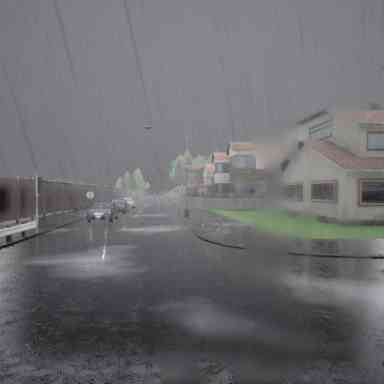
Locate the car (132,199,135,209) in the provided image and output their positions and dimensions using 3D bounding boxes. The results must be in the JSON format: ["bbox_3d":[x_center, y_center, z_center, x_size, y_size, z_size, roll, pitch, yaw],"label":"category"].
[{"bbox_3d":[-8.777,1.526,45.324,1.812,1.442,4.674,0,0,-5],"label":"car"}]

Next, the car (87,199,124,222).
[{"bbox_3d":[-6.883,1.491,26.033,2.128,1.511,4.902,0,0,-5],"label":"car"}]

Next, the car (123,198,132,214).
[{"bbox_3d":[-7.805,1.505,35.407,1.837,1.490,4.892,0,0,-5],"label":"car"}]
